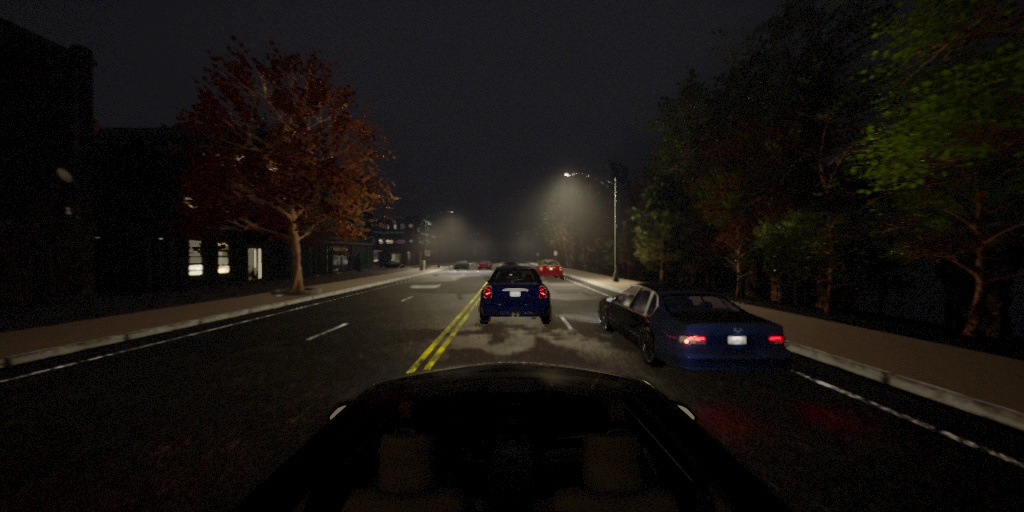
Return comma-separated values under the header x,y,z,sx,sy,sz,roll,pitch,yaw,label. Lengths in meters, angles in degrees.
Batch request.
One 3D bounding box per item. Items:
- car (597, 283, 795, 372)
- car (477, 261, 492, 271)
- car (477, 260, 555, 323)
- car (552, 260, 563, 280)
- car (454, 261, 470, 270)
x,y,z,sx,sy,sz,roll,pitch,yaw,label
3.345,1.297,7.844,2.033,1.411,5.357,0,0,0,car
-3.851,1.347,50.966,1.895,1.301,4.718,0,0,0,car
0.088,1.100,12.314,2.097,1.767,4.553,0,0,0,car
3.112,1.098,31.025,2.097,1.767,4.553,0,0,-1,car
-7.100,1.347,50.913,1.895,1.301,4.718,0,0,0,car
